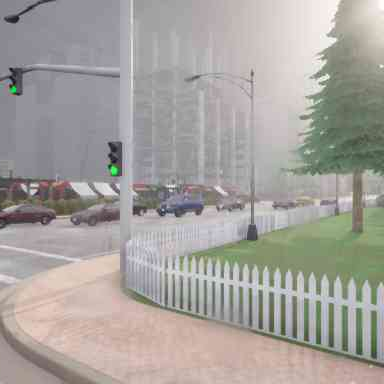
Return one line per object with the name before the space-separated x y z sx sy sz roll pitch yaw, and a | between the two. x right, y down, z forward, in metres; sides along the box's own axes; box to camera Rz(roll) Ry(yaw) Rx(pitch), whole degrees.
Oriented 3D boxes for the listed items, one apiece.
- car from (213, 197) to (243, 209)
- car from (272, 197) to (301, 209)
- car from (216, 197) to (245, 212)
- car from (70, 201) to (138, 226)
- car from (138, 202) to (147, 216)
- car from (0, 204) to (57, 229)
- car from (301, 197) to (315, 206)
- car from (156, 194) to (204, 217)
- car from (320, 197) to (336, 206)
car | 5.162 1.492 46.685 2.128 1.511 4.902 0 0 34
car | 12.454 1.547 44.709 2.033 1.411 5.357 0 0 34
car | 4.650 1.492 39.707 2.128 1.511 4.902 0 0 34
car | -6.290 1.526 23.444 1.812 1.442 4.674 0 0 34
car | -6.188 1.478 29.900 1.882 1.535 5.008 0 0 34
car | -11.405 1.526 22.152 1.812 1.442 4.674 0 0 36
car | 18.251 1.478 53.319 1.882 1.535 5.008 0 0 34
car | -0.982 1.221 31.365 2.150 2.045 5.566 0 0 34
car | 21.082 1.526 51.258 1.812 1.442 4.674 0 0 34
